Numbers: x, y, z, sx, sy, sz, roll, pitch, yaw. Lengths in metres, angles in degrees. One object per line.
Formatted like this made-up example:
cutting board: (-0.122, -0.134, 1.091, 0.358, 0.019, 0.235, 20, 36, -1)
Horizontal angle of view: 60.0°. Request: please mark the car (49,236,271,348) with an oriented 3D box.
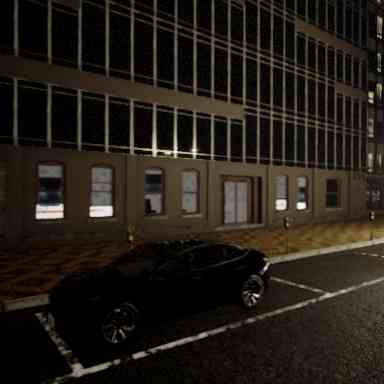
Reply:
car: (-0.355, 1.572, 6.313, 4.313, 1.339, 1.947, 0, 0, -36)
